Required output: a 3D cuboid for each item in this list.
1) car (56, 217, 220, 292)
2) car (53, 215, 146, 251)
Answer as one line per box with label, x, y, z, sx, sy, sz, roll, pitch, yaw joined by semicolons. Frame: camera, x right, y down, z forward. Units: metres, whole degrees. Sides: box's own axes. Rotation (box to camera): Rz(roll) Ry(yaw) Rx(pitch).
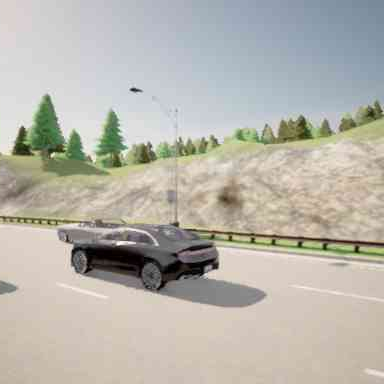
car;-1.538;1.660;9.507;4.902;1.511;2.128;-1;-1;37
car;-4.587;1.886;16.207;4.718;1.301;1.895;-1;-1;37
